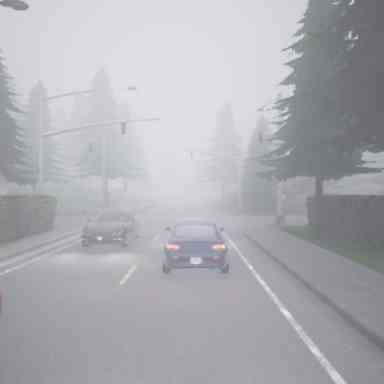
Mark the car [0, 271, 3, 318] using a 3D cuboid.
[{"bbox_3d":[-3.592,1.222,2.157,2.150,2.045,5.566,0,0,0],"label":"car"}]

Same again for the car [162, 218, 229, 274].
[{"bbox_3d":[0.108,1.543,10.553,1.812,1.442,4.674,0,0,0],"label":"car"}]

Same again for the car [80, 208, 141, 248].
[{"bbox_3d":[-3.490,1.531,15.019,1.837,1.490,4.892,0,0,0],"label":"car"}]
